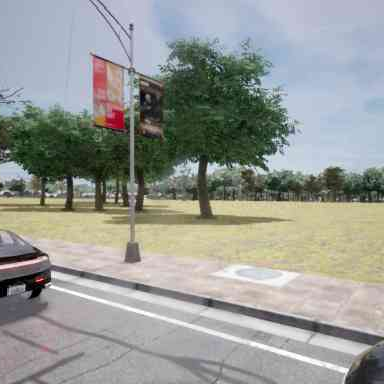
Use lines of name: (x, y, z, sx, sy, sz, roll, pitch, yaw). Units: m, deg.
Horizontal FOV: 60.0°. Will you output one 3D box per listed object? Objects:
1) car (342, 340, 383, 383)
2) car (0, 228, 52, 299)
car: (3.234, 1.493, 1.368, 4.902, 1.511, 2.128, 0, 0, 36)
car: (-5.040, 1.515, 7.253, 4.902, 1.511, 2.128, 0, 0, 36)
